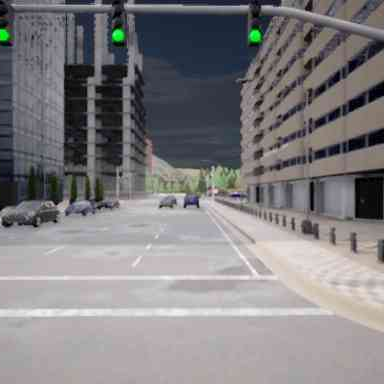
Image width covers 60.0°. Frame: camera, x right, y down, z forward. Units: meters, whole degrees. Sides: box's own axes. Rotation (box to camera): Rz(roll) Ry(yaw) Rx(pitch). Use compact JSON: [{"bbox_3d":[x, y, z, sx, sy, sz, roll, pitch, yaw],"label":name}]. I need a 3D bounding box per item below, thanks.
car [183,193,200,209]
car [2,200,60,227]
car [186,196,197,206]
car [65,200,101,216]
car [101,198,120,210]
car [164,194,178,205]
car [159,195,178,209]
[{"bbox_3d":[-0.062,1.198,46.094,2.150,2.045,5.566,0,0,0],"label":"car"},{"bbox_3d":[-10.622,1.333,22.262,2.097,1.767,4.553,0,0,0],"label":"car"},{"bbox_3d":[-0.076,1.452,56.828,1.882,1.535,5.008,0,0,0],"label":"car"},{"bbox_3d":[-10.629,1.505,32.097,1.812,1.442,4.674,0,0,0],"label":"car"},{"bbox_3d":[-10.589,1.524,42.711,2.033,1.411,5.357,0,0,1],"label":"car"},{"bbox_3d":[-3.576,1.326,56.741,2.097,1.767,4.553,0,0,0],"label":"car"},{"bbox_3d":[-3.455,1.524,45.409,2.033,1.411,5.357,0,0,0],"label":"car"}]
